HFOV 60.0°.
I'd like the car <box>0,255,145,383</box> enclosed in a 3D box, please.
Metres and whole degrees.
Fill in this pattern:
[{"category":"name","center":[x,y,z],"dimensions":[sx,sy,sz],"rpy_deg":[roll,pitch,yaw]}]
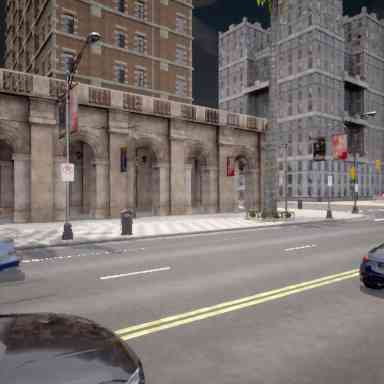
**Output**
[{"category":"car","center":[-2.607,1.492,1.890],"dimensions":[4.902,1.511,2.128],"rpy_deg":[0,0,-35]}]

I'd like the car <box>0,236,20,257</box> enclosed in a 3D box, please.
[{"category":"car","center":[-6.958,1.547,7.641],"dimensions":[5.357,1.411,2.033],"rpy_deg":[0,0,-35]}]

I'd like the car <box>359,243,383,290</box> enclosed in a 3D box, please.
[{"category":"car","center":[5.843,1.564,7.911],"dimensions":[4.181,1.385,1.994],"rpy_deg":[0,0,-36]}]
